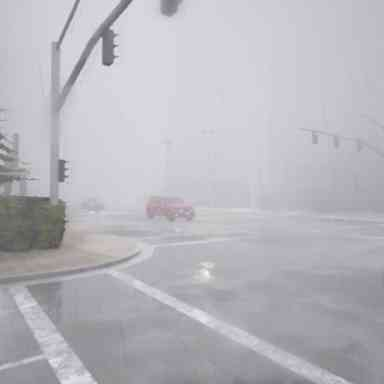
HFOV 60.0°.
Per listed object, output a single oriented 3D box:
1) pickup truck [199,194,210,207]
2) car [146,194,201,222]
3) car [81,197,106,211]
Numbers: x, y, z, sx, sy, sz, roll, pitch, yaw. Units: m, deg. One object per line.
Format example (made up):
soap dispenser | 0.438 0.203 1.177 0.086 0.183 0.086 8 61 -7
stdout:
pickup truck | 1.570 1.449 58.344 2.390 2.098 6.274 1 0 -5
car | -1.982 1.390 28.814 2.150 2.045 5.566 1 0 -36
car | -13.159 1.525 44.238 2.097 1.767 4.553 1 0 -36
